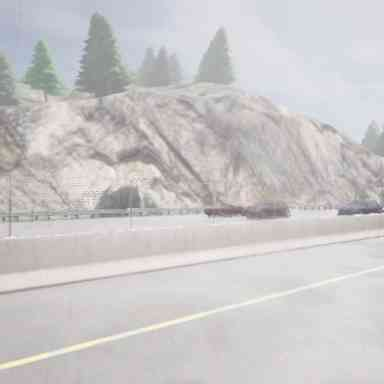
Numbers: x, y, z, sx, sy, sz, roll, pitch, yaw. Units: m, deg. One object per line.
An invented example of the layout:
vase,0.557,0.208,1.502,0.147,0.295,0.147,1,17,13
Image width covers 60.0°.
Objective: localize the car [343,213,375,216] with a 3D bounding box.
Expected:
car,16.203,1.541,32.044,4.553,1.767,2.097,0,0,-31
